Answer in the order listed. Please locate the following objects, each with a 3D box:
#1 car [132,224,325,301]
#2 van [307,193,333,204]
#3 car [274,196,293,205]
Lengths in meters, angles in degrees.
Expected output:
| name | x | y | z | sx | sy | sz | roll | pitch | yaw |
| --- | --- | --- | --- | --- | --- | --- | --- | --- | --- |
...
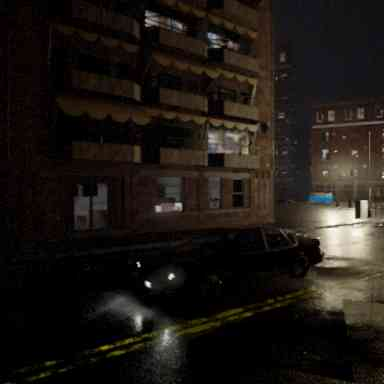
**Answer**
| name | x | y | z | sx | sy | sz | roll | pitch | yaw |
| --- | --- | --- | --- | --- | --- | --- | --- | --- | --- |
| car | 1.233 | 1.570 | 8.588 | 5.357 | 1.411 | 2.033 | 0 | 0 | -36 |
| van | 21.218 | 1.055 | 54.990 | 3.998 | 1.788 | 1.690 | 1 | 0 | 22 |
| car | 12.789 | 1.249 | 49.317 | 4.206 | 1.307 | 1.802 | 1 | -1 | 22 |
